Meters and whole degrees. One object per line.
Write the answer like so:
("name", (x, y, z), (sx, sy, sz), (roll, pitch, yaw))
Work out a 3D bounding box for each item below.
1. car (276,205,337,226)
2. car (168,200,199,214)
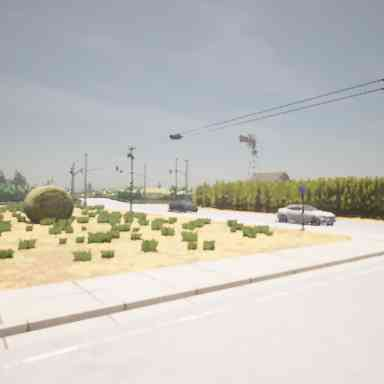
("car", (8.473, 1.689, 25.007), (1.812, 1.442, 4.674), (0, 0, -35))
("car", (-1.122, 1.691, 38.923), (1.812, 1.442, 4.674), (0, 0, -35))
